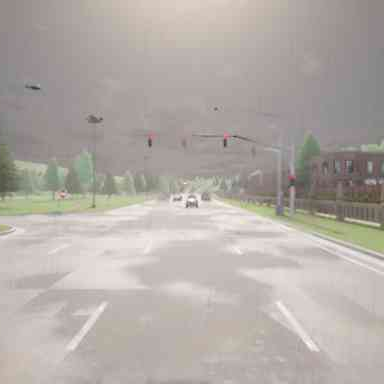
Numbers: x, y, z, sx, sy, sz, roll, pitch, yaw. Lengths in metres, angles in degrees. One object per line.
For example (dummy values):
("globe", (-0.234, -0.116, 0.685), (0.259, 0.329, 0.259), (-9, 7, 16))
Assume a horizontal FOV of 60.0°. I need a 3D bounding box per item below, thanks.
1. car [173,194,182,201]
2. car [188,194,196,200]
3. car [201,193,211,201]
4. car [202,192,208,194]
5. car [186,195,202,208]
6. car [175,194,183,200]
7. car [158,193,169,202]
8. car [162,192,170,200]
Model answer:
("car", (-3.498, 1.515, 78.520), (1.994, 1.385, 4.181), (0, 0, 0))
("car", (0.002, 1.299, 88.523), (1.837, 1.490, 4.892), (0, 0, 0))
("car", (3.502, 1.558, 78.550), (1.895, 1.301, 4.718), (0, 0, 0))
("car", (3.502, 1.025, 88.553), (2.150, 2.045, 5.566), (0, 0, 0))
("car", (0.001, 1.530, 47.491), (2.033, 1.411, 5.357), (0, 0, 0))
("car", (-3.498, 1.339, 88.523), (2.033, 1.411, 5.357), (0, 0, 0))
("car", (-6.998, 1.487, 78.520), (1.812, 1.442, 4.674), (0, 0, 0))
("car", (-6.998, 1.024, 88.553), (2.150, 2.045, 5.566), (0, 0, 0))
